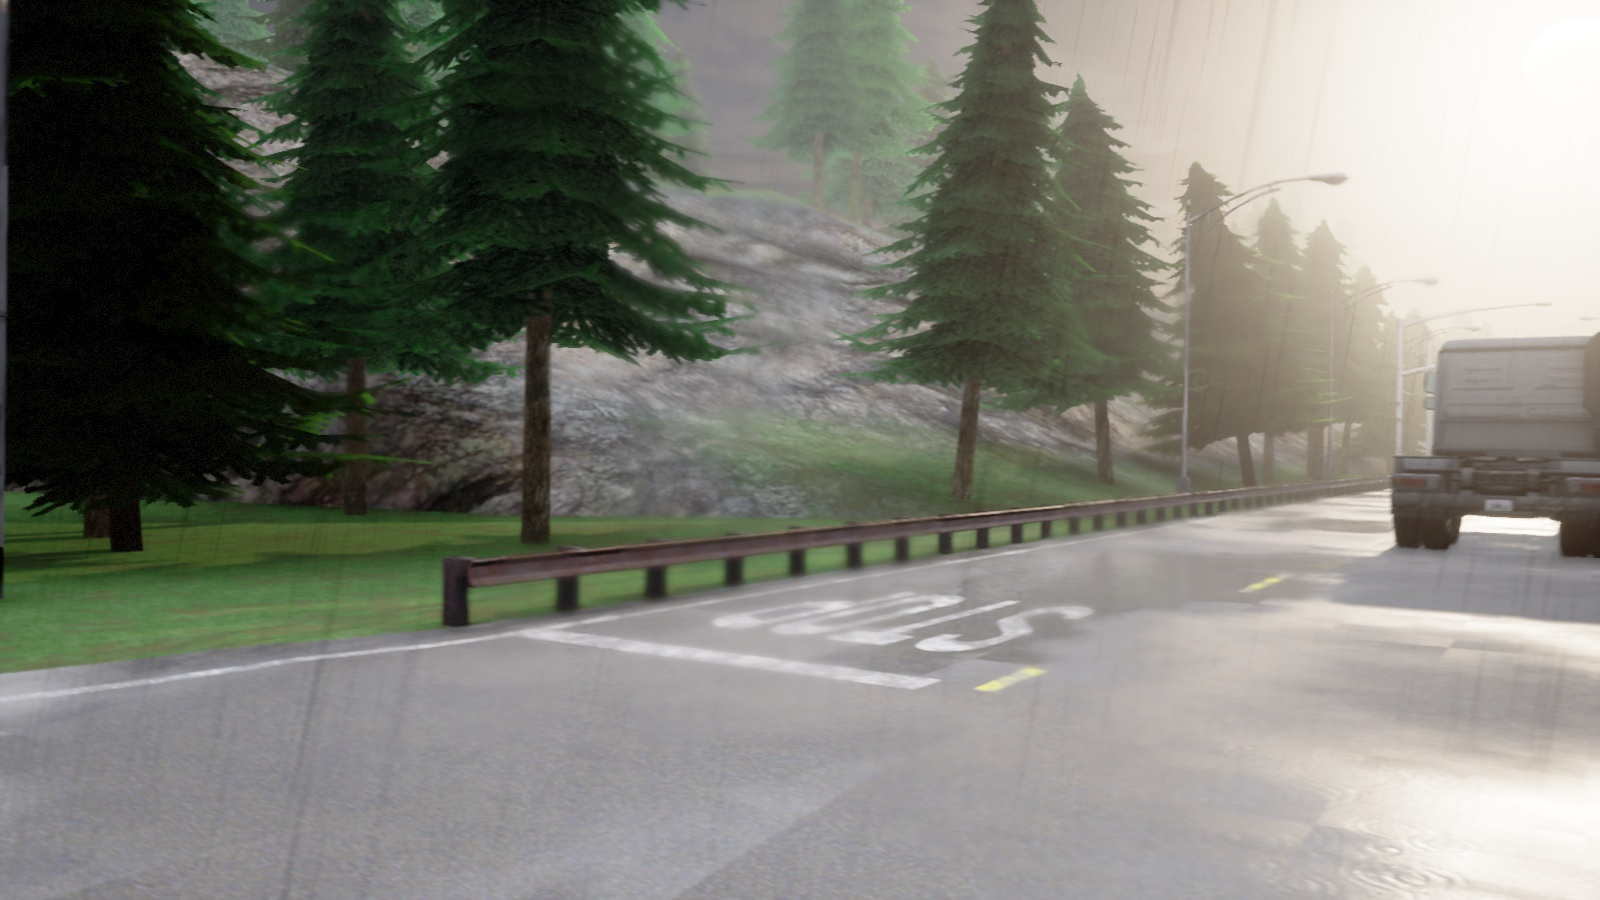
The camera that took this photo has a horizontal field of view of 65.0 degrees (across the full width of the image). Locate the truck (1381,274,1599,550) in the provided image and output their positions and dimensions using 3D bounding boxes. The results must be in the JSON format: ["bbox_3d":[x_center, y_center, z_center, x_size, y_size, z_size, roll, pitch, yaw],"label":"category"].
[{"bbox_3d":[11.277,-0.496,19.671,2.891,3.462,7.936,0,0,33],"label":"truck"}]
